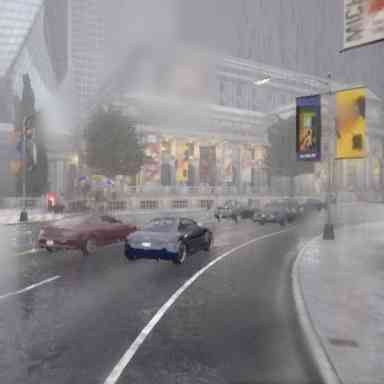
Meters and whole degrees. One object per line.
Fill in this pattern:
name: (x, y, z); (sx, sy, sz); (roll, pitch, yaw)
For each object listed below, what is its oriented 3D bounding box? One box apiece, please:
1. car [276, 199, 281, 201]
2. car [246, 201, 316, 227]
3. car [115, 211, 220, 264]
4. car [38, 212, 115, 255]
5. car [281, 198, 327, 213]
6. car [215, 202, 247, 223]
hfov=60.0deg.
car: (10.808, 1.513, 39.321); (5.008, 1.535, 1.882); (0, 0, -28)
car: (6.249, 1.564, 22.939); (2.033, 1.411, 5.357); (0, 0, 43)
car: (-0.661, 1.572, 12.018); (1.994, 1.385, 4.181); (0, 0, 21)
car: (-3.919, 1.531, 13.296); (1.812, 1.442, 4.674); (0, 0, 21)
car: (12.478, 1.514, 36.245); (5.008, 1.535, 1.882); (0, 0, -28)
car: (3.699, 1.495, 25.336); (2.128, 1.511, 4.902); (0, 0, 43)
